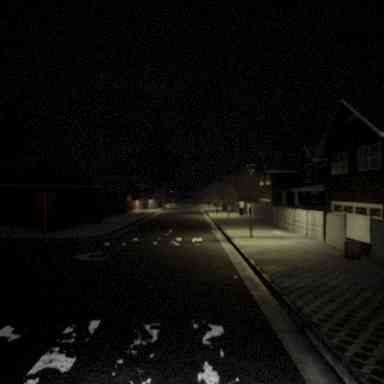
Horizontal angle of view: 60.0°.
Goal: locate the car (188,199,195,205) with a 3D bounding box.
[{"bbox_3d":[-0.058,2.855,91.734,2.128,1.511,4.902,0,-1,0],"label":"car"}]
